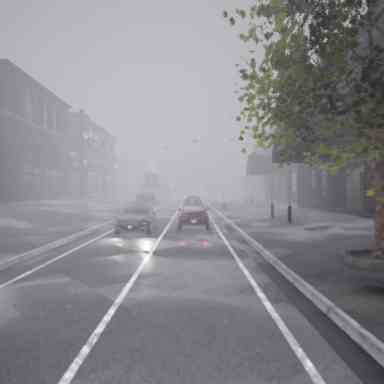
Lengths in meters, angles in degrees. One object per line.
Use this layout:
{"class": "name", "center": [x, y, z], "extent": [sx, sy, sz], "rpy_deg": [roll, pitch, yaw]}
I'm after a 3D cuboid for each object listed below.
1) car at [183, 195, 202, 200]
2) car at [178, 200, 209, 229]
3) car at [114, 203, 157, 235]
{"class": "car", "center": [0.087, 1.170, 38.744], "extent": [2.097, 1.767, 4.553], "rpy_deg": [0, 0, 0]}
{"class": "car", "center": [0.094, 1.437, 20.803], "extent": [1.812, 1.442, 4.674], "rpy_deg": [0, 0, 0]}
{"class": "car", "center": [-3.006, 1.430, 18.469], "extent": [1.837, 1.490, 4.892], "rpy_deg": [0, 0, 0]}
